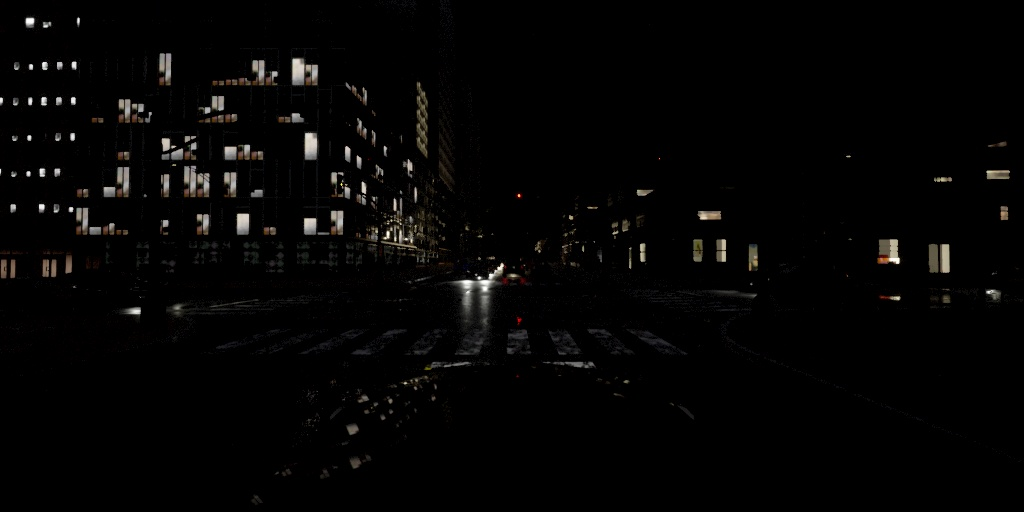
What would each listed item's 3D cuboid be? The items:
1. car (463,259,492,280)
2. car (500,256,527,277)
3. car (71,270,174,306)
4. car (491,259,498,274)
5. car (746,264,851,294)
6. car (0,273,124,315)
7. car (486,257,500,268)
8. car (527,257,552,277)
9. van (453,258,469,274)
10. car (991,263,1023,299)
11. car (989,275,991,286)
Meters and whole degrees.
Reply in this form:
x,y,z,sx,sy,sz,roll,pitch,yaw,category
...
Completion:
x,y,z,sx,sy,sz,roll,pitch,yaw,category
-3.018,1.281,32.071,1.812,1.442,4.674,0,0,-1,car
0.171,1.107,36.517,2.097,1.767,4.553,0,0,0,car
-17.868,1.360,15.783,5.008,1.535,1.882,-1,-1,1,car
-3.024,1.321,42.020,1.994,1.385,4.181,0,0,0,car
14.765,1.153,18.609,4.674,1.442,1.812,-1,-1,1,car
-17.398,1.413,13.170,4.207,1.307,1.802,0,0,1,car
-3.003,1.305,52.300,2.033,1.411,5.357,0,0,0,car
2.752,1.196,34.972,1.967,1.591,4.097,0,0,0,car
-5.618,1.097,40.623,1.690,1.789,3.998,0,0,0,van
20.710,0.995,12.734,4.829,1.417,1.751,0,0,1,car
27.849,0.855,18.457,4.553,1.767,2.097,-1,-1,1,car
